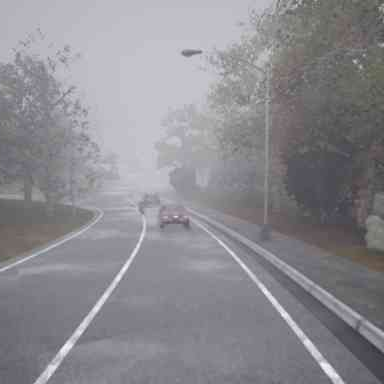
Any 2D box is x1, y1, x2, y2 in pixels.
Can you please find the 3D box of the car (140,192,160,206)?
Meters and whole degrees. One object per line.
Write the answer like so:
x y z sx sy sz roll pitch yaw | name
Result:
-4.863 0.743 38.735 2.128 1.511 4.902 -1 4 -15 | car

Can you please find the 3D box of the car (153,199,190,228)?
-1.287 1.446 21.735 2.033 1.411 5.357 -1 1 -8 | car
